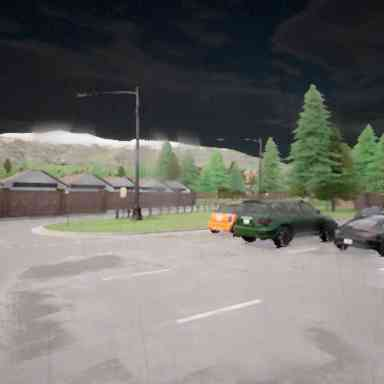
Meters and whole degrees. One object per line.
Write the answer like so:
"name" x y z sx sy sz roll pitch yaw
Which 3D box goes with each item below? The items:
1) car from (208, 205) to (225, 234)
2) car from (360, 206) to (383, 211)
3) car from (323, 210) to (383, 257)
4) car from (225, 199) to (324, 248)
"car" 3.195 1.498 19.033 4.553 1.767 2.097 1 -1 -35
"car" 15.490 1.876 27.812 4.181 1.385 1.994 1 0 -35
"car" 7.651 1.678 13.609 4.674 1.442 1.812 0 0 -35
"car" 4.507 1.363 15.681 5.566 2.045 2.150 0 0 -35
